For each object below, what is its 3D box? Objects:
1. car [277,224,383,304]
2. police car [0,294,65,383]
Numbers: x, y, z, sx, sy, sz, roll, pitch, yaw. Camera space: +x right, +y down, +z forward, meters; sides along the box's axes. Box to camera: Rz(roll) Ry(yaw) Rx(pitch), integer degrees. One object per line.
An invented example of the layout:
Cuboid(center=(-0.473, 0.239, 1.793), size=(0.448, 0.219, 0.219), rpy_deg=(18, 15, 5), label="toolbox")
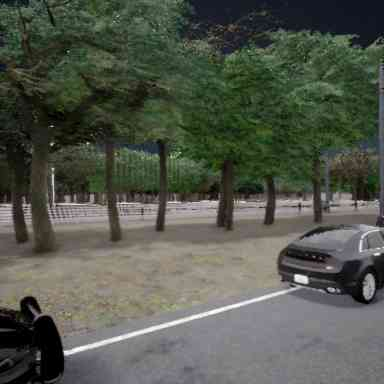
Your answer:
Cuboid(center=(4.179, 1.565, 8.372), size=(4.892, 1.490, 1.837), rpy_deg=(0, -1, -38), label="car")
Cuboid(center=(-3.744, 1.453, 2.423), size=(5.238, 1.638, 1.930), rpy_deg=(0, -1, -36), label="police car")
